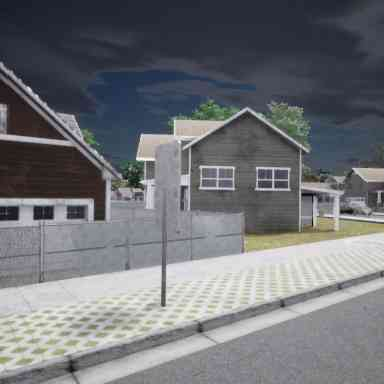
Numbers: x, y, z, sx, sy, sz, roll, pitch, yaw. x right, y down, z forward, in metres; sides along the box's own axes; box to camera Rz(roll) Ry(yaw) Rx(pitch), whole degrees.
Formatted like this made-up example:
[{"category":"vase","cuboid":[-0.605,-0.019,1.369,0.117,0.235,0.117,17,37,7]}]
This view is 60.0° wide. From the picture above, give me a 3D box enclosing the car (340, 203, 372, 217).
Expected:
[{"category":"car","cuboid":[18.788,2.069,38.550,2.128,1.511,4.902,1,-2,-5]}]
